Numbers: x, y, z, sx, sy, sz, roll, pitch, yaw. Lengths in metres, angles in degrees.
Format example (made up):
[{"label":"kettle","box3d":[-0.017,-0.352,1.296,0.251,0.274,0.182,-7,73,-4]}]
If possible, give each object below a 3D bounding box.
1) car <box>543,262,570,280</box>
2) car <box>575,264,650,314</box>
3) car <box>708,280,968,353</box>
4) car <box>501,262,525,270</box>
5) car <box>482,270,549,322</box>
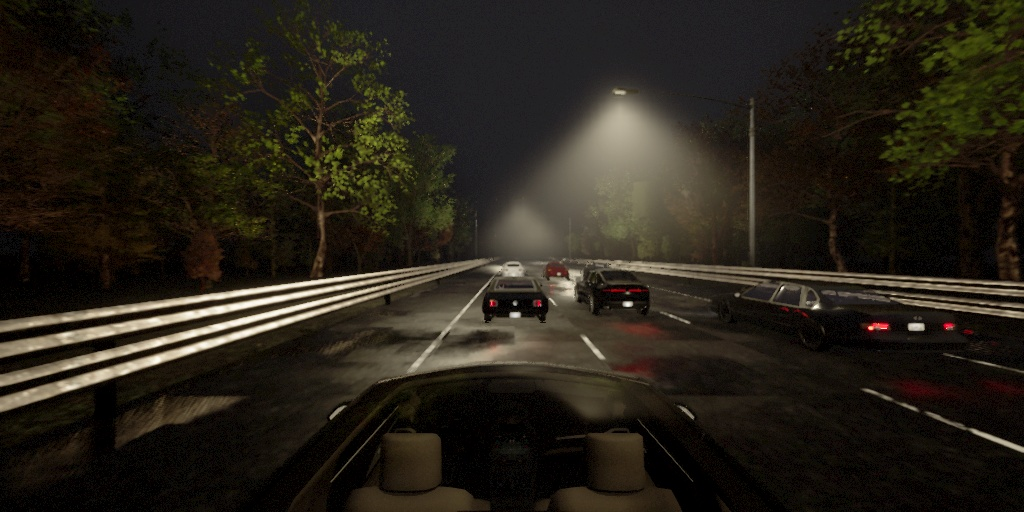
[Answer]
[{"label":"car","box3d":[3.605,1.218,29.797,1.812,1.442,4.674,0,0,0]},{"label":"car","box3d":[3.598,1.232,13.535,1.837,1.490,4.892,0,0,0]},{"label":"car","box3d":[7.088,1.284,8.790,2.033,1.411,5.357,0,0,0]},{"label":"car","box3d":[0.106,1.218,29.719,1.812,1.442,4.674,0,0,0]},{"label":"car","box3d":[0.097,1.331,12.084,1.895,1.301,4.718,0,0,0]}]
